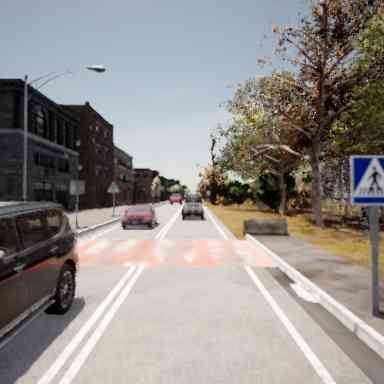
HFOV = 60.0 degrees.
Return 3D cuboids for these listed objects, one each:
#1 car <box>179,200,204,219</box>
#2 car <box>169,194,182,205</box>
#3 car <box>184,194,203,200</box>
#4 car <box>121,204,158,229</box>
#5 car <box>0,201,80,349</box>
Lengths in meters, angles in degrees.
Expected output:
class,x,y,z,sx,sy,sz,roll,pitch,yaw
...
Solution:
class,x,y,z,sx,sy,sz,roll,pitch,yaw
car,0.078,1.595,28.719,1.895,1.301,4.718,0,0,1
car,-3.010,1.426,63.108,2.150,2.045,5.566,0,-1,1
car,0.192,1.247,43.768,2.150,2.045,5.566,0,0,1
car,-3.283,1.520,21.567,1.812,1.442,4.674,0,0,0
car,-3.345,1.209,4.575,2.150,2.045,5.566,0,1,0
